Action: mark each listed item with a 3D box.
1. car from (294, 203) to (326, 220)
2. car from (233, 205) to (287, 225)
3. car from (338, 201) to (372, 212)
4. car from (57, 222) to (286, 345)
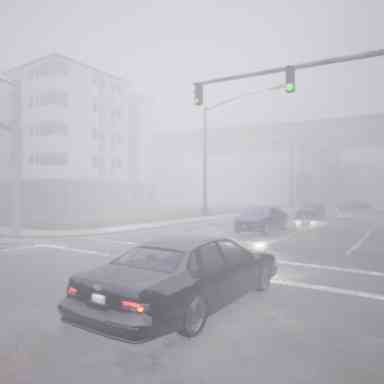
[{"bbox_3d":[10.836,1.680,30.162,2.033,1.411,5.357,0,0,32],"label":"car"},{"bbox_3d":[4.117,1.572,19.677,1.882,1.535,5.008,0,0,33],"label":"car"},{"bbox_3d":[20.360,1.779,41.586,4.718,1.301,1.895,0,0,-34],"label":"car"},{"bbox_3d":[0.046,1.586,6.777,2.033,1.411,5.357,0,-1,33],"label":"car"}]
